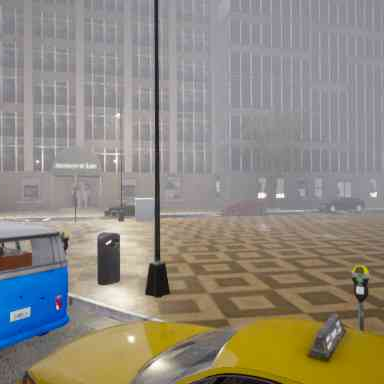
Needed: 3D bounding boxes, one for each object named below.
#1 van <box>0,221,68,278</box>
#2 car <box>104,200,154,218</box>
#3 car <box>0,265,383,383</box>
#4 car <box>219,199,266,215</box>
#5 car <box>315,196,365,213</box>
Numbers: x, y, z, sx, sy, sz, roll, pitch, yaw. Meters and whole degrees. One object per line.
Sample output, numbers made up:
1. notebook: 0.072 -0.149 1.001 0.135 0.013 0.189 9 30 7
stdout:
1. van: -3.722 1.343 5.372 3.998 1.788 1.690 0 0 35
2. car: -5.161 1.396 27.499 4.181 1.385 1.994 0 0 -14
3. car: 0.649 1.526 2.263 4.829 1.417 1.752 0 0 35
4. car: 4.553 1.320 29.924 4.181 1.385 1.994 0 0 -14
5. car: 14.412 1.191 32.367 4.892 1.490 1.837 0 0 -14
